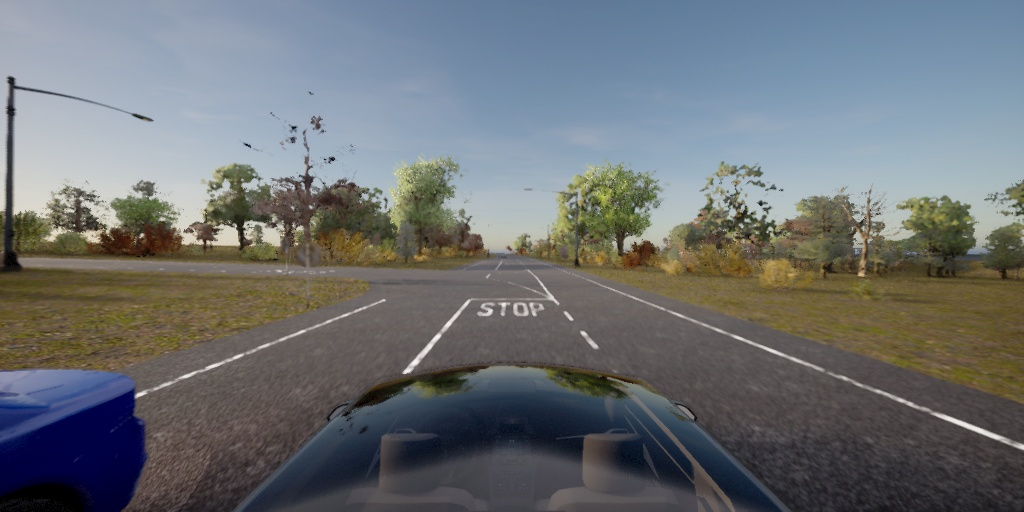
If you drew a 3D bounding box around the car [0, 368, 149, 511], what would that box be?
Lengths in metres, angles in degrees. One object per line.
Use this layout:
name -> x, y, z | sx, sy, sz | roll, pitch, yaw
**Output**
car -> -3.503, 1.252, 0.365 | 1.882, 1.535, 5.008 | 0, 1, 0
